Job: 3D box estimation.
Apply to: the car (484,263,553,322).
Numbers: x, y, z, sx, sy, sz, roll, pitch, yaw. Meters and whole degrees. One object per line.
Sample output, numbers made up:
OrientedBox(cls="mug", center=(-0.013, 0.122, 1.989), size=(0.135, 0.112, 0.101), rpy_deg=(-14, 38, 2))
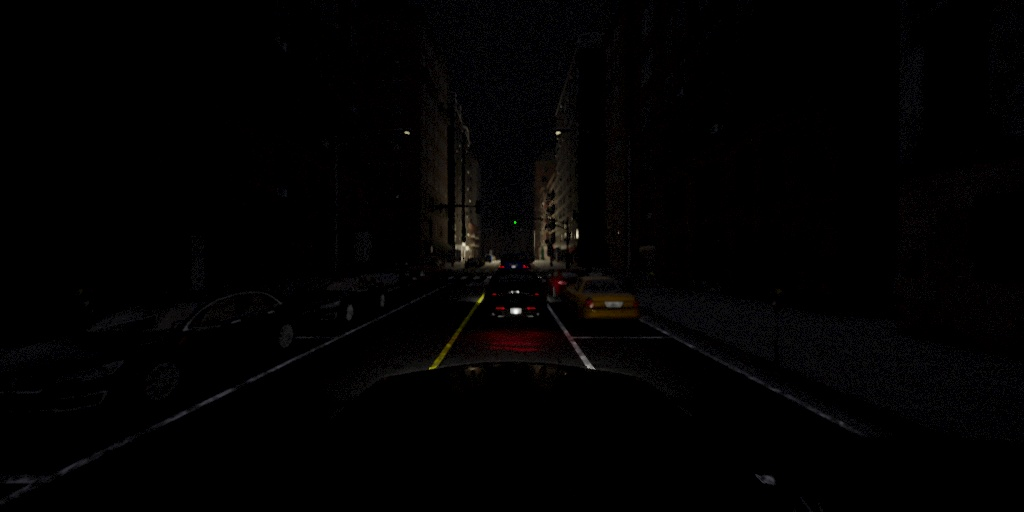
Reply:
OrientedBox(cls="car", center=(0.102, 1.178, 11.982), size=(1.837, 1.490, 4.892), rpy_deg=(0, 1, 0))

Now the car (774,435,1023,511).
OrientedBox(cls="car", center=(2.637, 1.324, 0.612), size=(1.948, 1.339, 4.313), rpy_deg=(0, 0, 0))

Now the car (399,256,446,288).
OrientedBox(cls="car", center=(-5.386, 0.907, 22.272), size=(2.192, 1.841, 5.009), rpy_deg=(0, 0, 0))

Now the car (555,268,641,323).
OrientedBox(cls="car", center=(2.638, 1.201, 11.607), size=(1.751, 1.417, 4.829), rpy_deg=(0, 0, 0))

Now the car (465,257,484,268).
OrientedBox(cls="car", center=(-5.383, 0.939, 48.735), size=(2.007, 1.370, 4.403), rpy_deg=(0, 0, 0))

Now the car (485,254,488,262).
OrientedBox(cls="car", center=(-5.381, 0.827, 59.473), size=(1.751, 1.417, 4.829), rpy_deg=(0, 0, 0))

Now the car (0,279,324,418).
OrientedBox(cls="car", center=(-5.388, 1.268, 6.035), size=(2.007, 1.370, 4.403), rpy_deg=(0, 0, 0))

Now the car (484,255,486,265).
OrientedBox(cls="car", center=(-5.382, 0.890, 54.189), size=(1.888, 1.381, 4.507), rpy_deg=(0, 0, 0))

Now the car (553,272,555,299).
OrientedBox(cls="car", center=(2.639, 1.216, 16.850), size=(1.802, 1.307, 4.207), rpy_deg=(0, 0, 0))

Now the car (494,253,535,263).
OrientedBox(cls="car", center=(0.381, 0.787, 25.665), size=(2.150, 2.045, 5.566), rpy_deg=(0, 0, 6))

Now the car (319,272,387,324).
OrientedBox(cls="car", center=(-5.387, 1.226, 11.447), size=(2.007, 1.370, 4.403), rpy_deg=(0, 0, 0))
